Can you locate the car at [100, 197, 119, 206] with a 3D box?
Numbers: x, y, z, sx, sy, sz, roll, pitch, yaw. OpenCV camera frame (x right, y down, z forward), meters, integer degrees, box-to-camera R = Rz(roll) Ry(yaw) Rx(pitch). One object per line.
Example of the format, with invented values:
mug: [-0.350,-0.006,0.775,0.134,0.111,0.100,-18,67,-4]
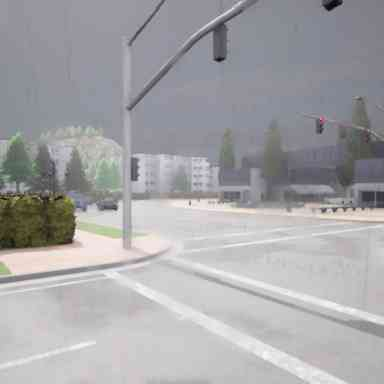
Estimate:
car: [-14.026,1.600,56.552,2.033,1.411,5.357,0,0,-1]

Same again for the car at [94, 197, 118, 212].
car: [-9.929,1.591,38.873,1.895,1.301,4.718,0,0,-23]

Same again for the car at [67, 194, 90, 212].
car: [-13.394,1.213,38.139,2.150,2.045,5.566,0,0,-23]

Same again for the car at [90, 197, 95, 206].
car: [-17.524,1.551,56.463,1.837,1.490,4.892,0,0,-1]
